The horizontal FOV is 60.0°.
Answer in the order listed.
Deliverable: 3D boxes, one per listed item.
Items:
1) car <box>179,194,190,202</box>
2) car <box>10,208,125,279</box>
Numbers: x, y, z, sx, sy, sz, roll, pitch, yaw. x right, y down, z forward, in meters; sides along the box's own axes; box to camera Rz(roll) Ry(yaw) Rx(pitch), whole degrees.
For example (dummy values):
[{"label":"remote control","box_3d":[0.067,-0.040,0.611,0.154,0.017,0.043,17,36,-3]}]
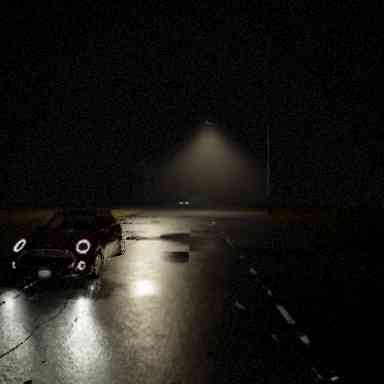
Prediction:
[{"label":"car","box_3d":[-1.927,1.650,87.088,2.150,2.045,5.566,0,0,7]},{"label":"car","box_3d":[-3.475,1.347,10.116,2.097,1.767,4.553,1,0,0]}]
